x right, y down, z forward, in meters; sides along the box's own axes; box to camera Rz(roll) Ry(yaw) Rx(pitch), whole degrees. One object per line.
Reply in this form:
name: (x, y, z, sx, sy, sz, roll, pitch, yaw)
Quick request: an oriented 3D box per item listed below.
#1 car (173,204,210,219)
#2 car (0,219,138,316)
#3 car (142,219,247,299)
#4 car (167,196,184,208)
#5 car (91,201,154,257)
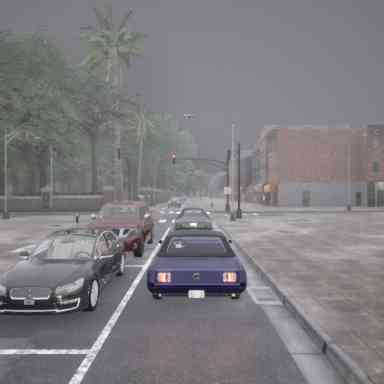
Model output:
car: (0.065, 1.573, 18.415, 1.994, 1.385, 4.181, 0, 0, 0)
car: (-2.650, 1.551, 7.588, 2.008, 1.369, 4.403, 0, 0, 0)
car: (0.086, 1.601, 8.372, 1.895, 1.301, 4.718, 0, 0, 0)
car: (-2.724, 1.542, 51.201, 1.967, 1.590, 4.097, 0, 0, 0)
car: (-2.660, 1.318, 13.052, 2.192, 1.841, 5.009, 0, 0, 0)
